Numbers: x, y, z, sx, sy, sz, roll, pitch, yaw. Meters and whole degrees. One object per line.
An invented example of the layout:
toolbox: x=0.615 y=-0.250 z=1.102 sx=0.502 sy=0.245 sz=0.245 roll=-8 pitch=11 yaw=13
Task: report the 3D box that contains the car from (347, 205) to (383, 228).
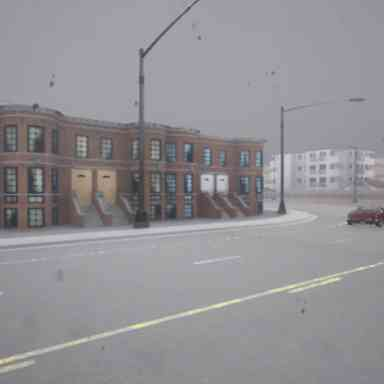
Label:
car: x=11.836 y=1.583 z=22.270 sx=1.895 sy=1.301 sz=4.718 roll=0 pitch=0 yaw=36
